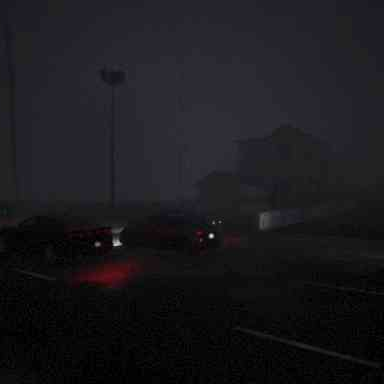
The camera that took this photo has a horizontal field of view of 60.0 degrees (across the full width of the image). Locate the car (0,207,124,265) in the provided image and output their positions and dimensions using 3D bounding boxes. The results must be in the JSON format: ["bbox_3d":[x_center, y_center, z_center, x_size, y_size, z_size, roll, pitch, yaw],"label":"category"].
[{"bbox_3d":[-4.960,1.483,11.821,5.008,1.535,1.882,0,0,36],"label":"car"}]

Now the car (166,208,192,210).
[{"bbox_3d":[-1.001,1.554,17.597,5.357,1.411,2.033,0,0,35],"label":"car"}]

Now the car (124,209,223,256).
[{"bbox_3d":[-0.929,1.569,13.243,4.181,1.385,1.994,0,0,36],"label":"car"}]

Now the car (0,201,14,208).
[{"bbox_3d":[-17.653,1.507,29.463,4.902,1.511,2.128,0,0,35],"label":"car"}]
